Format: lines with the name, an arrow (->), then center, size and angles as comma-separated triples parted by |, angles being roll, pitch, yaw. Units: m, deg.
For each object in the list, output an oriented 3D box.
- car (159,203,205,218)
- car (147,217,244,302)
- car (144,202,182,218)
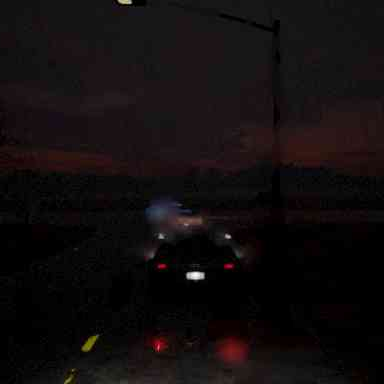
car -> -0.723, 1.592, 20.570 | 1.895, 1.301, 4.718 | 0, 0, -11
car -> 0.072, 1.560, 8.324 | 1.994, 1.385, 4.181 | 0, 0, 0
car -> -1.509, 1.542, 29.186 | 5.357, 1.411, 2.033 | 0, 0, 1
